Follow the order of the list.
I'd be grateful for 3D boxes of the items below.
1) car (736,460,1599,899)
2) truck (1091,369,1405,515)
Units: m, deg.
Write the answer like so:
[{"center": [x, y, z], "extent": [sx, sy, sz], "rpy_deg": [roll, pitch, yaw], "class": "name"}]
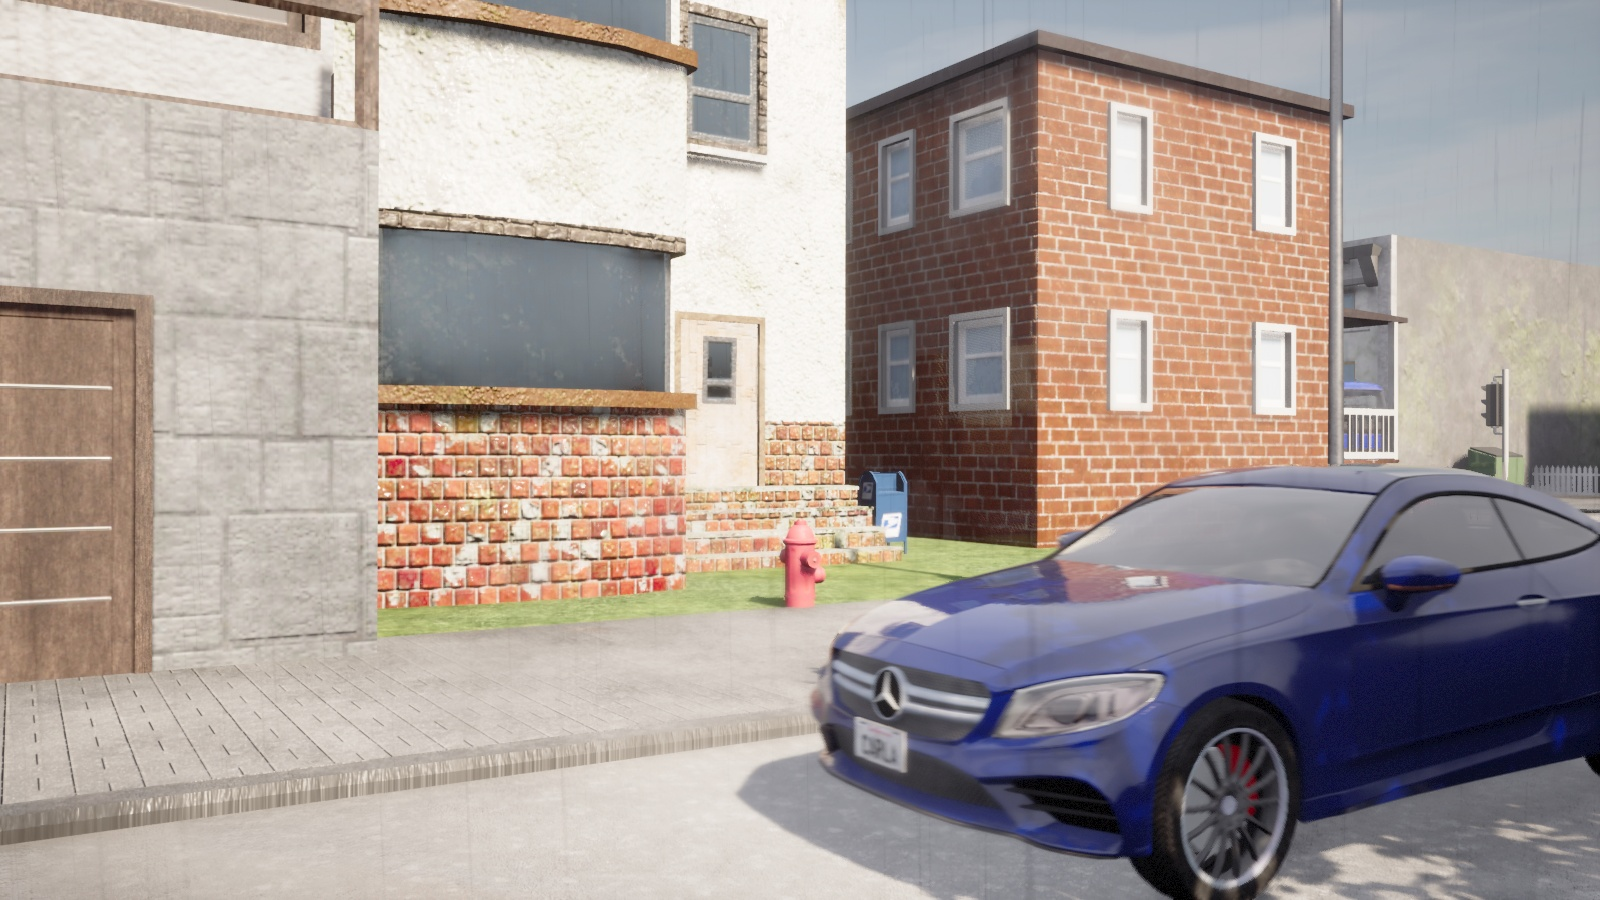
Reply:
[{"center": [2.203, 0.780, 5.616], "extent": [4.674, 1.442, 1.812], "rpy_deg": [0, 0, -32], "class": "car"}, {"center": [11.838, -0.179, 34.077], "extent": [2.891, 3.462, 7.936], "rpy_deg": [0, 0, -32], "class": "truck"}]
